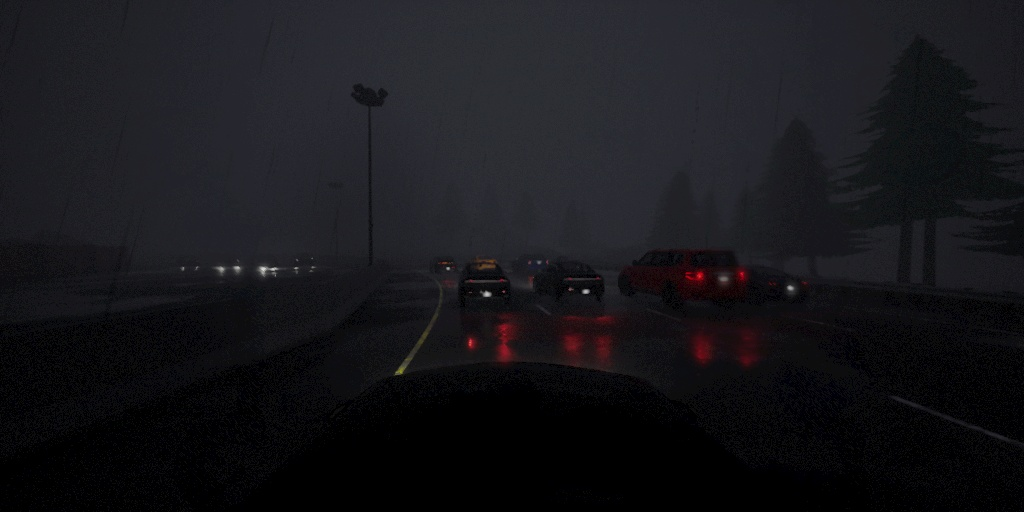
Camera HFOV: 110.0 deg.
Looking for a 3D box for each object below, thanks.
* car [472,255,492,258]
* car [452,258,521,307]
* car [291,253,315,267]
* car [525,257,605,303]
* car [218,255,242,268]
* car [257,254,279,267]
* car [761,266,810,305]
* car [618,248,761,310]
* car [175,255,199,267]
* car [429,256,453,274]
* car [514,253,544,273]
[{"bbox_3d":[-2.887,0.658,32.847,1.882,1.535,5.008,0,1,-21],"label":"car"},{"bbox_3d":[-1.210,1.012,14.253,2.128,1.511,4.902,0,1,-9],"label":"car"},{"bbox_3d":[-25.889,0.366,44.337,2.097,1.767,4.553,-1,2,-38],"label":"car"},{"bbox_3d":[2.206,0.991,14.991,2.128,1.511,4.902,0,1,-9],"label":"car"},{"bbox_3d":[-33.792,0.584,42.891,1.812,1.442,4.674,-1,1,-42],"label":"car"},{"bbox_3d":[-29.436,0.537,43.185,2.128,1.511,4.902,-1,1,-39],"label":"car"},{"bbox_3d":[9.363,1.060,14.398,1.994,1.385,4.181,0,1,-8],"label":"car"},{"bbox_3d":[6.037,0.741,13.491,2.150,2.045,5.566,0,1,-8],"label":"car"},{"bbox_3d":[-41.276,0.573,45.524,5.357,1.411,2.033,1,1,41],"label":"car"},{"bbox_3d":[-6.083,0.717,31.451,1.837,1.490,4.892,0,1,-21],"label":"car"},{"bbox_3d":[1.482,0.555,31.123,2.097,1.767,4.553,-1,1,-20],"label":"car"}]
